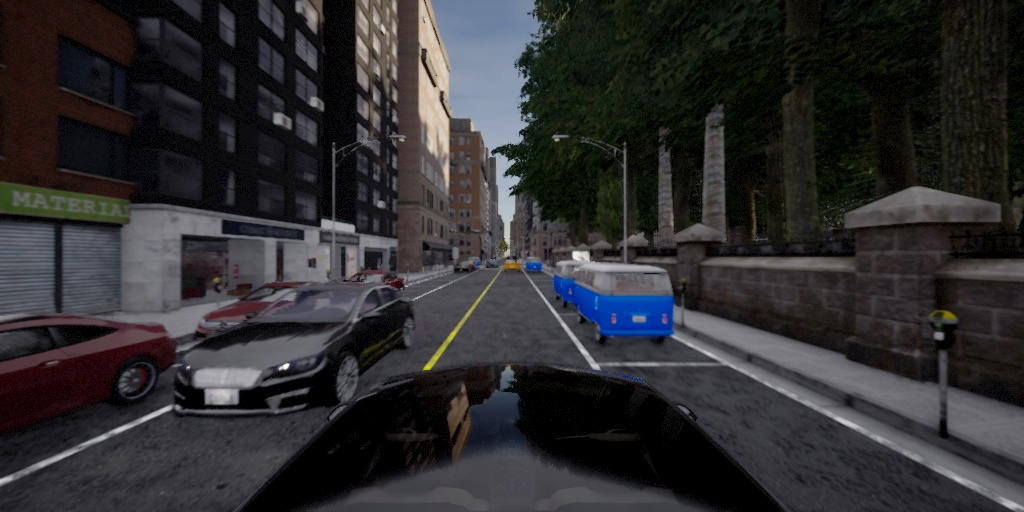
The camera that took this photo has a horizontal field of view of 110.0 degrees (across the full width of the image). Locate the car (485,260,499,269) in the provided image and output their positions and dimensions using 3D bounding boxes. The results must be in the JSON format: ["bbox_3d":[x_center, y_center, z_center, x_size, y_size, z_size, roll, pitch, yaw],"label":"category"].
[{"bbox_3d":[-3.021,1.242,56.061,1.994,1.385,4.181,0,0,1],"label":"car"}]

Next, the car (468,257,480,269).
[{"bbox_3d":[-5.861,1.238,48.971,1.888,1.381,4.507,0,0,0],"label":"car"}]

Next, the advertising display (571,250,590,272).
[{"bbox_3d":[5.632,0.752,29.464,1.540,2.440,0.280,0,0,0],"label":"advertising display"}]

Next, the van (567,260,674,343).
[{"bbox_3d":[2.667,1.087,9.376,1.690,1.789,3.998,0,0,0],"label":"van"}]

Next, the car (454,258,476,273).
[{"bbox_3d":[-5.860,1.270,43.312,1.948,1.339,4.313,0,0,0],"label":"car"}]

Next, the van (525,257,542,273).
[{"bbox_3d":[2.665,1.045,43.324,1.690,1.789,3.998,0,0,0],"label":"van"}]

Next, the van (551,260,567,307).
[{"bbox_3d":[2.667,1.083,15.034,1.690,1.789,3.998,0,0,0],"label":"van"}]

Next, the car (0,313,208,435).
[{"bbox_3d":[-5.857,1.332,3.687,1.802,1.307,4.207,0,0,0],"label":"car"}]

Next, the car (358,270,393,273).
[{"bbox_3d":[-5.859,1.288,15.008,1.888,1.381,4.507,0,0,0],"label":"car"}]

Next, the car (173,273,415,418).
[{"bbox_3d":[-3.101,1.240,6.279,2.128,1.511,4.902,0,0,0],"label":"car"}]

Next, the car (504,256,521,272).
[{"bbox_3d":[0.052,1.177,45.733,1.882,1.535,5.008,0,0,0],"label":"car"}]
